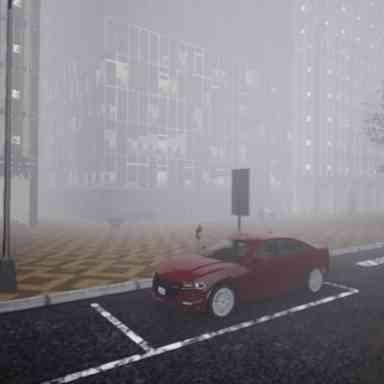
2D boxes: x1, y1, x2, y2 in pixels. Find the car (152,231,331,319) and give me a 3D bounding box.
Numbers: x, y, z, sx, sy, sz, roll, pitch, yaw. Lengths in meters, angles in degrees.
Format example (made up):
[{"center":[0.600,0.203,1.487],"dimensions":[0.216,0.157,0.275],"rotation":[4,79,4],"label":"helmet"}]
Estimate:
[{"center":[1.270,1.610,7.468],"dimensions":[4.507,1.381,1.887],"rotation":[1,-1,-35],"label":"car"}]
